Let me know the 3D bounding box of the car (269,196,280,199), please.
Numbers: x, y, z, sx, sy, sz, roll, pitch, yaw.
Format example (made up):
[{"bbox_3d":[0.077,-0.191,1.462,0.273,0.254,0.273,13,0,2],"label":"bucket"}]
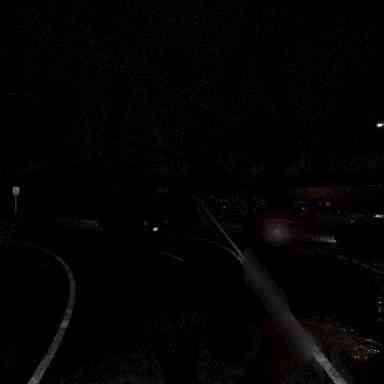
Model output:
[{"bbox_3d":[14.119,1.434,57.686,1.837,1.490,4.892,0,0,0],"label":"car"}]

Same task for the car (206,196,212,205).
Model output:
[{"bbox_3d":[3.620,1.454,58.399,1.812,1.442,4.674,0,0,0],"label":"car"}]

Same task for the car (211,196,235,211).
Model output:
[{"bbox_3d":[3.614,1.477,39.425,1.812,1.442,4.674,0,0,0],"label":"car"}]

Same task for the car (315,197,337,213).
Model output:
[{"bbox_3d":[14.113,1.306,36.631,2.097,1.767,4.553,0,0,0],"label":"car"}]

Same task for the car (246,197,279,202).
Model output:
[{"bbox_3d":[7.112,1.505,34.601,2.033,1.411,5.357,0,0,0],"label":"car"}]

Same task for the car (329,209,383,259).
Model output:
[{"bbox_3d":[7.104,1.548,12.555,1.994,1.385,4.181,0,0,0],"label":"car"}]

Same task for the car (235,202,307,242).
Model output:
[{"bbox_3d":[3.606,1.471,16.306,2.128,1.511,4.902,0,0,0],"label":"car"}]

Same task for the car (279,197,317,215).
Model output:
[{"bbox_3d":[10.612,1.484,33.697,1.812,1.442,4.674,0,0,0],"label":"car"}]

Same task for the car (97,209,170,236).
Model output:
[{"bbox_3d":[-3.406,1.579,18.451,1.895,1.301,4.718,0,0,-44],"label":"car"}]

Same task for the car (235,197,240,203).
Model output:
[{"bbox_3d":[7.120,1.493,58.004,1.994,1.385,4.181,0,0,0],"label":"car"}]
